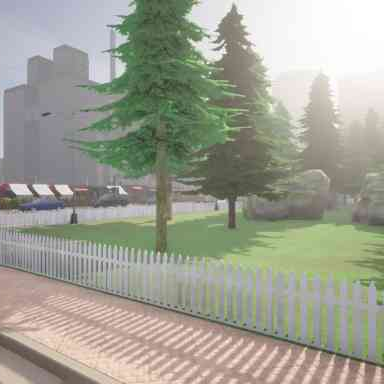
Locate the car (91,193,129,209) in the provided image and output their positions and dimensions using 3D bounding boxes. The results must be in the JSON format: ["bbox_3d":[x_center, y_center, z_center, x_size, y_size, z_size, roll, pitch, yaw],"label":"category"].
[{"bbox_3d":[-11.047,1.221,45.513,2.150,2.045,5.566,0,0,34],"label":"car"}]

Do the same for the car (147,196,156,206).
[{"bbox_3d":[-5.257,1.352,54.017,2.097,1.767,4.553,0,0,34],"label":"car"}]

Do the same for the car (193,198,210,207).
[{"bbox_3d":[2.205,1.601,52.279,1.895,1.301,4.718,0,0,34],"label":"car"}]

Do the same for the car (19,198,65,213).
[{"bbox_3d":[-16.695,1.478,37.154,1.882,1.535,5.008,0,0,34],"label":"car"}]
